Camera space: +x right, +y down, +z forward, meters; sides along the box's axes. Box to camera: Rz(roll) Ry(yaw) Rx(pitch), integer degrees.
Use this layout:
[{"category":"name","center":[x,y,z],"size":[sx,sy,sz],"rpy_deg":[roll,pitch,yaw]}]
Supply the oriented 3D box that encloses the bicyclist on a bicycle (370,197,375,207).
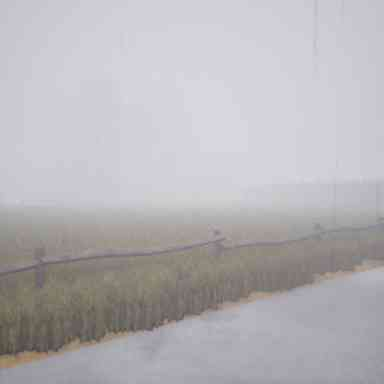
[{"category":"bicyclist on a bicycle","center":[23.015,1.455,42.302],"size":[1.656,1.620,0.582],"rpy_deg":[0,0,-36]}]

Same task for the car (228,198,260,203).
[{"category":"car","center":[9.126,1.722,55.956],"size":[2.033,1.411,5.357],"rpy_deg":[0,0,-36]}]

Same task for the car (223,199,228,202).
[{"category":"car","center":[8.510,1.795,66.218],"size":[4.718,1.301,1.895],"rpy_deg":[0,0,-36]}]
